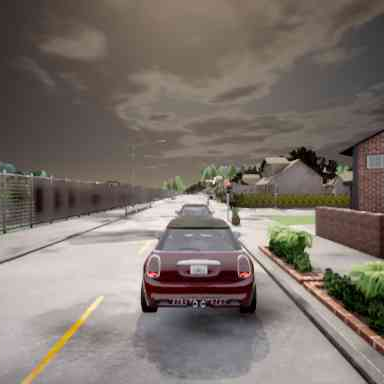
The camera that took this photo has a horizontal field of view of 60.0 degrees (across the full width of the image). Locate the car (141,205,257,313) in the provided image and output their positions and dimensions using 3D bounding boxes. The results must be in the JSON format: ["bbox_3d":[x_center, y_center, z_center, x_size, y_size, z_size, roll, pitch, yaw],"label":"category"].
[{"bbox_3d":[0.120,1.365,7.859,2.097,1.767,4.553,0,0,0],"label":"car"}]
